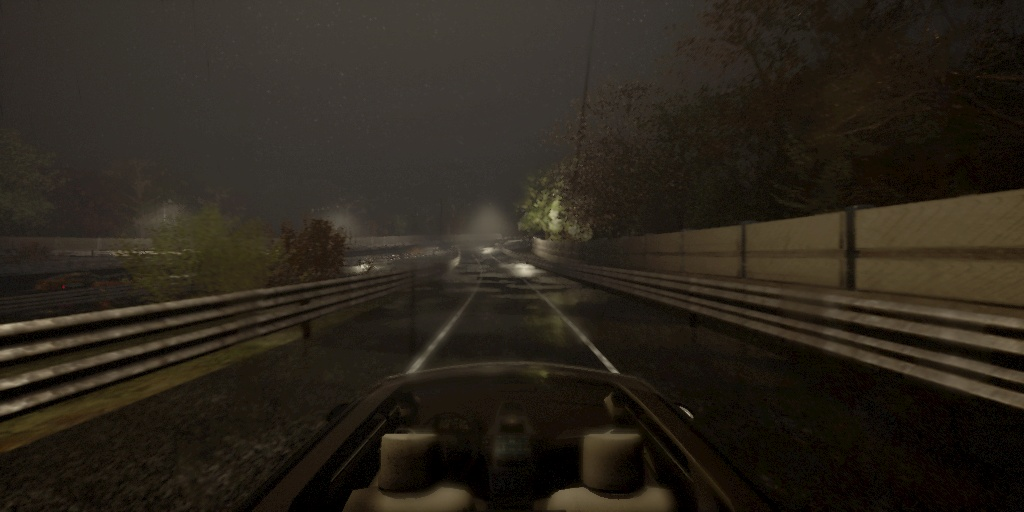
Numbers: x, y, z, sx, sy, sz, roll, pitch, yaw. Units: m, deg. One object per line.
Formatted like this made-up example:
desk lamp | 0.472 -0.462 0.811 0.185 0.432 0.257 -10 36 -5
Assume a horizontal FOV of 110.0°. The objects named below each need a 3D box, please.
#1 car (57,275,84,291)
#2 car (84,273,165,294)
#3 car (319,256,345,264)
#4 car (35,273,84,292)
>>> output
car | -35.183 2.424 31.169 1.895 1.301 4.718 1 4 17
car | -31.832 2.225 30.136 2.097 1.767 4.553 1 4 17
car | -27.843 0.639 55.199 1.837 1.490 4.892 1 4 17
car | -38.561 2.259 32.067 1.882 1.535 5.008 1 4 17
